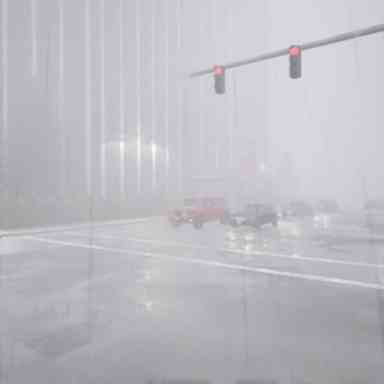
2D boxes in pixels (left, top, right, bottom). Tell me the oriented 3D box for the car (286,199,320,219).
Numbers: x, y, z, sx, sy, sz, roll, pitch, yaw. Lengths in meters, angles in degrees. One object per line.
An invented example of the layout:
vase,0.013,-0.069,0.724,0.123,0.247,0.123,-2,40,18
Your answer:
car,9.454,1.565,29.621,2.128,1.511,4.902,-1,0,35

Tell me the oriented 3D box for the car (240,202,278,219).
car,6.355,1.665,31.289,1.994,1.385,4.181,-1,0,35

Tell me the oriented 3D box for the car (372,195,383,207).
car,29.951,1.398,52.518,2.097,1.767,4.553,-1,0,35

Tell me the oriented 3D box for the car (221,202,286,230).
car,4.234,1.565,22.155,2.128,1.511,4.902,-1,0,35

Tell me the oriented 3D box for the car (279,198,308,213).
car,12.194,1.579,39.635,1.882,1.535,5.008,-1,0,35

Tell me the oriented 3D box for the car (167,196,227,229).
car,0.638,1.322,23.111,2.150,2.045,5.566,-1,0,35

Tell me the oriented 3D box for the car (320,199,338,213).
car,15.275,1.566,37.932,2.128,1.511,4.902,-1,0,35

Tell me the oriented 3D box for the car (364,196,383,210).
car,24.228,1.610,44.320,1.994,1.385,4.181,-1,0,35
